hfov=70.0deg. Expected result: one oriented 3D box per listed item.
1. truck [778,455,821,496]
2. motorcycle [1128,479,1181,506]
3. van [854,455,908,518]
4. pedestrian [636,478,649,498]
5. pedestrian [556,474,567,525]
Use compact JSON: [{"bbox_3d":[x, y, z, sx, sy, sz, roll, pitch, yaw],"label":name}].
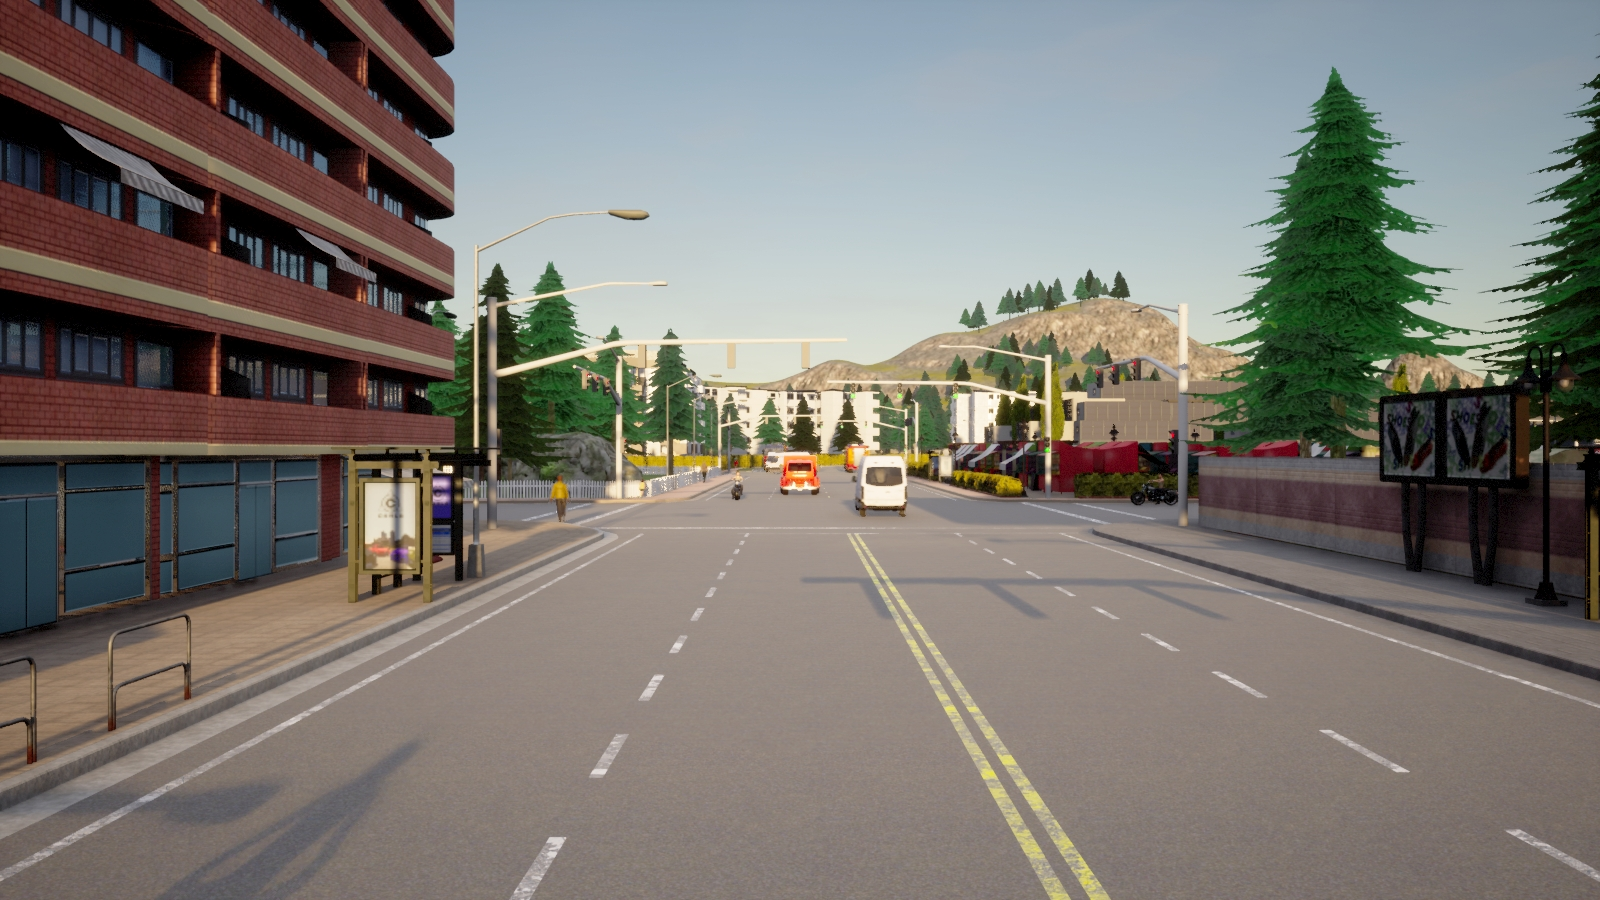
[{"bbox_3d":[-0.006,1.572,72.542,2.627,2.467,5.204,0,0,0],"label":"truck"},{"bbox_3d":[17.582,2.102,56.689,2.356,1.307,0.764,0,0,0],"label":"motorcycle"},{"bbox_3d":[3.505,1.528,50.360,1.988,2.561,5.915,0,0,0],"label":"van"},{"bbox_3d":[-8.635,2.079,62.577,0.500,1.100,0.500,0,0,33],"label":"pedestrian"},{"bbox_3d":[-8.695,1.795,41.640,0.375,1.860,0.375,0,0,-7],"label":"pedestrian"}]
